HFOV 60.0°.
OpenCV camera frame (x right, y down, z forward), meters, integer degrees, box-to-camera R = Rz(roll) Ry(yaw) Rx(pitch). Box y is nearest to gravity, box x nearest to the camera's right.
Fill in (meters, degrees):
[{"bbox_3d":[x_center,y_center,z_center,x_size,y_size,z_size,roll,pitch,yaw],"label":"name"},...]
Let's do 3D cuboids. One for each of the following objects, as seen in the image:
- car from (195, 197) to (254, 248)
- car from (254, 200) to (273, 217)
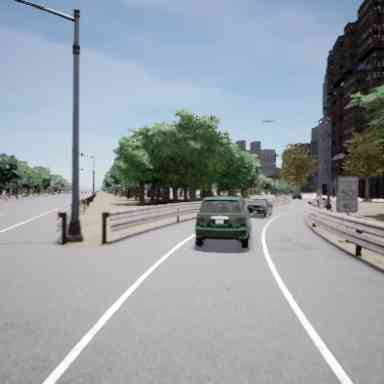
[{"bbox_3d":[1.560,1.226,15.213,2.150,2.045,5.566,0,0,11],"label":"car"},{"bbox_3d":[6.489,1.521,31.583,1.837,1.490,4.892,0,0,22],"label":"car"}]
